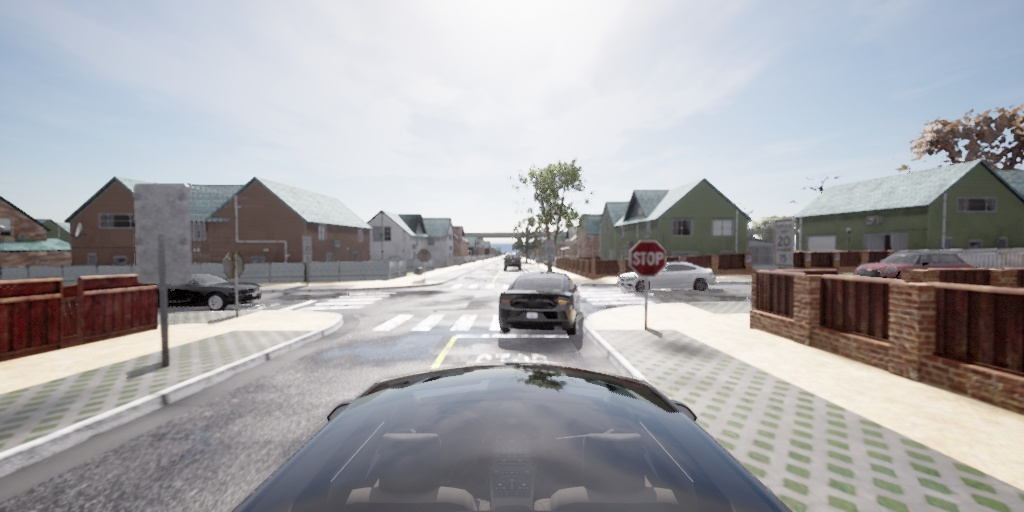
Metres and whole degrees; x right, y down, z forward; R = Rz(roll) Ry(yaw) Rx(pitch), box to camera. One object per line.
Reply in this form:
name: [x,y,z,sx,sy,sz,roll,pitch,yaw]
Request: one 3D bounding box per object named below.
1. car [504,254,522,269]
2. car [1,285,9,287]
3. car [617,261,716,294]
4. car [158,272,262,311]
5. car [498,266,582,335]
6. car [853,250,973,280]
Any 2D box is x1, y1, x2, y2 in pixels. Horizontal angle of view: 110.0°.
car: [0.090,0.757,46.711,2.150,2.045,5.566,0,0,0]
car: [-23.224,1.580,14.945,5.008,1.535,1.882,-1,2,0]
car: [7.678,1.002,17.938,4.674,1.442,1.812,-1,2,-4]
car: [-13.279,1.410,14.999,5.008,1.535,1.882,-1,2,0]
car: [0.969,1.188,10.487,1.882,1.535,5.008,0,0,12]
car: [20.176,0.605,18.132,4.553,1.767,2.097,-1,2,0]
